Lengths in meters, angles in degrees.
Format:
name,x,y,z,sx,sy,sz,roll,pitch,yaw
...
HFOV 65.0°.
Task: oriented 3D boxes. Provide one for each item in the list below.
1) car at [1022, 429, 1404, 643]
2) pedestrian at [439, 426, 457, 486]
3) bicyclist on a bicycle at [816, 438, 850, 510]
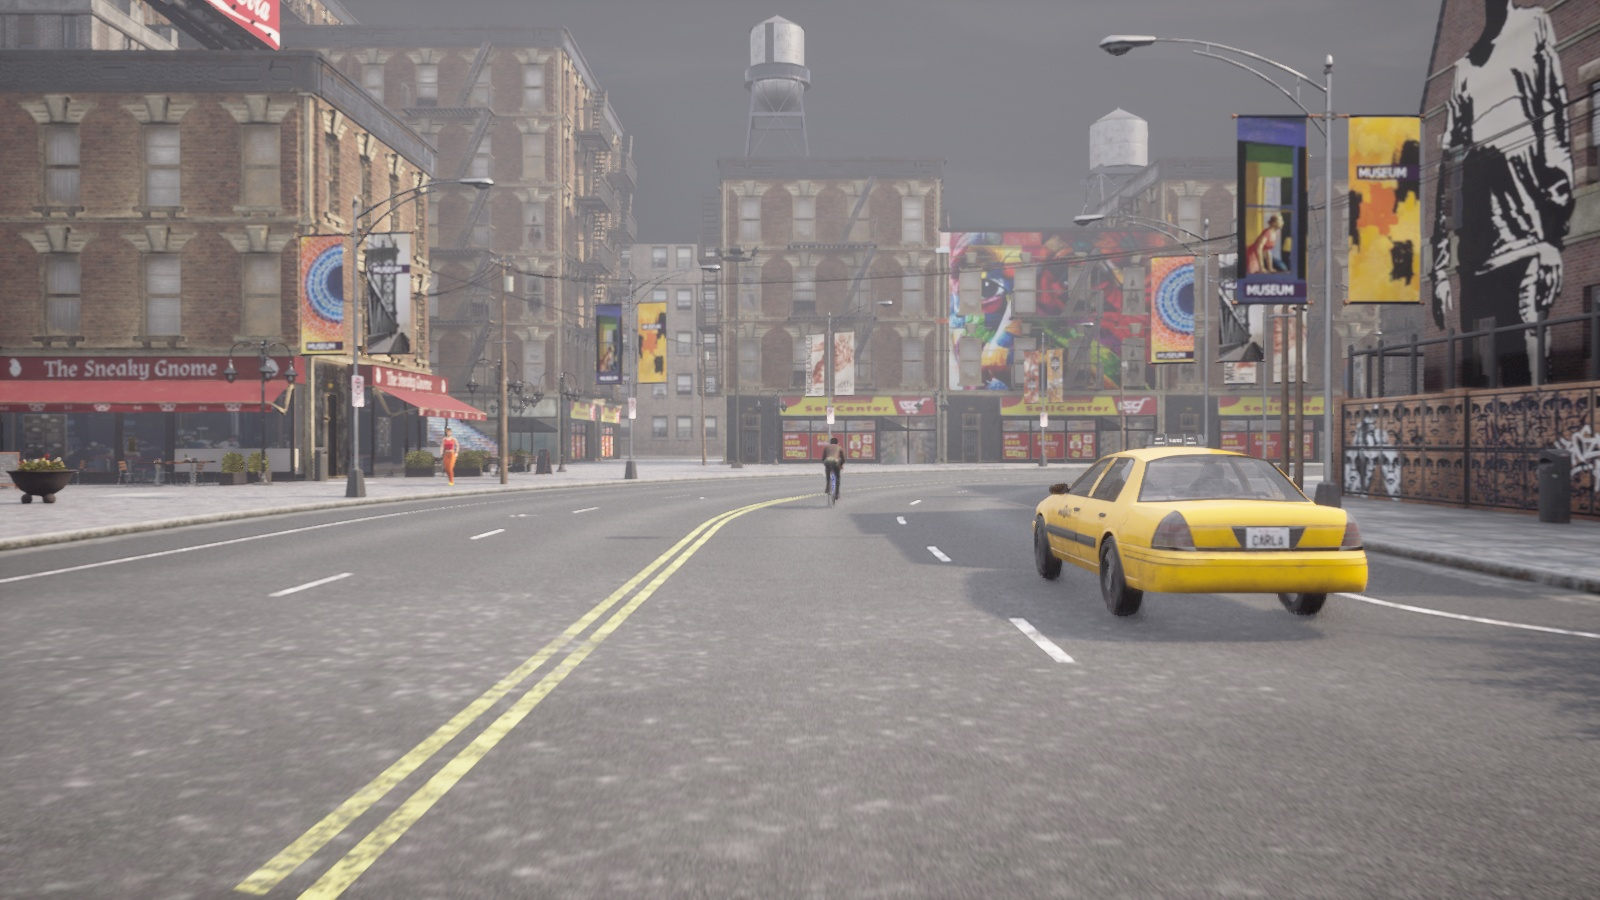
name,x,y,z,sx,sy,sz,roll,pitch,yaw
car,3.526,0.621,11.958,1.801,1.575,5.366,0,0,-1
pedestrian,-10.859,0.176,38.763,0.345,1.836,0.594,0,0,7
bicyclist on a bicycle,0.783,0.536,29.084,0.582,1.620,1.656,0,0,8
